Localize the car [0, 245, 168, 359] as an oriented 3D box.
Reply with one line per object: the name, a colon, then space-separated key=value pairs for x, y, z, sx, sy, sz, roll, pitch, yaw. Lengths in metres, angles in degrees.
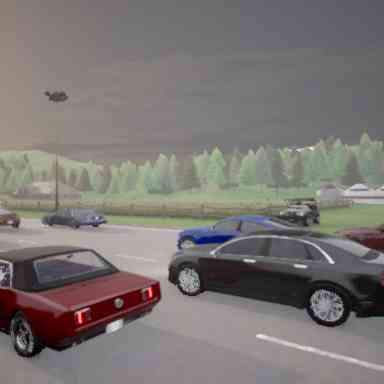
car: x=-2.909 y=1.652 z=6.080 sx=4.718 sy=1.301 sz=1.895 roll=0 pitch=0 yaw=36

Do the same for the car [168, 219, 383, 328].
car: x=1.654 y=1.544 z=7.113 sx=4.892 sy=1.490 sz=1.837 roll=0 pitch=0 yaw=36

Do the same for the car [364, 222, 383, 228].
car: x=7.401 y=1.570 z=11.605 sx=4.674 sy=1.442 sz=1.812 roll=0 pitch=0 yaw=36

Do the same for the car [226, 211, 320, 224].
car: x=1.719 y=1.544 z=11.375 sx=5.008 sy=1.535 sz=1.882 roll=0 pitch=0 yaw=36

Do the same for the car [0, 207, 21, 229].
car: x=-13.181 y=1.721 z=22.072 sx=4.674 sy=1.442 sz=1.812 roll=0 pitch=0 yaw=36

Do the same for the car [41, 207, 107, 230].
car: x=-8.117 y=1.726 z=22.744 sx=5.357 sy=1.411 sz=2.033 roll=0 pitch=0 yaw=36

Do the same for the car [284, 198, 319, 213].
car: x=7.307 y=1.328 z=22.532 sx=1.905 sy=1.878 sz=3.866 roll=0 pitch=0 yaw=36
